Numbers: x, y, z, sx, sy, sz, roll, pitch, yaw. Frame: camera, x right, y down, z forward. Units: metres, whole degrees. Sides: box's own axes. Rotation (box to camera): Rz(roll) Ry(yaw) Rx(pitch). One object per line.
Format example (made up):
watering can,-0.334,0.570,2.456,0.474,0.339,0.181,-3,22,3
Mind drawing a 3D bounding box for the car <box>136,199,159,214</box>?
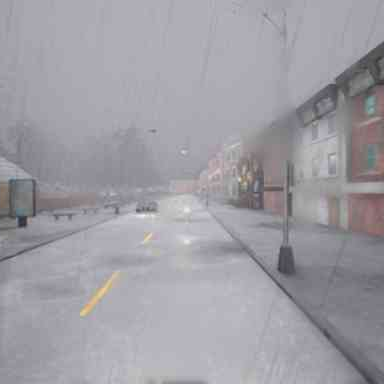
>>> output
car,-4.374,1.424,33.385,1.994,1.385,4.181,0,0,0
